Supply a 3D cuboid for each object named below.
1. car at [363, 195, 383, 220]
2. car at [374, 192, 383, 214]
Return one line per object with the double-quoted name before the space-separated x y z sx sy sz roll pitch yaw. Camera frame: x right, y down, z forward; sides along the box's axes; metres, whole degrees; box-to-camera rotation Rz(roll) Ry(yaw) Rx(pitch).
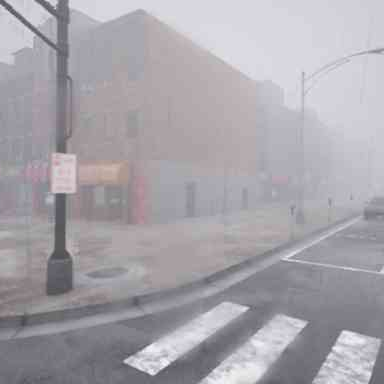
"car" 11.455 0.938 19.774 1.947 1.339 4.313 3 3 35
"car" 14.666 0.787 24.276 1.887 1.381 4.507 3 3 35
